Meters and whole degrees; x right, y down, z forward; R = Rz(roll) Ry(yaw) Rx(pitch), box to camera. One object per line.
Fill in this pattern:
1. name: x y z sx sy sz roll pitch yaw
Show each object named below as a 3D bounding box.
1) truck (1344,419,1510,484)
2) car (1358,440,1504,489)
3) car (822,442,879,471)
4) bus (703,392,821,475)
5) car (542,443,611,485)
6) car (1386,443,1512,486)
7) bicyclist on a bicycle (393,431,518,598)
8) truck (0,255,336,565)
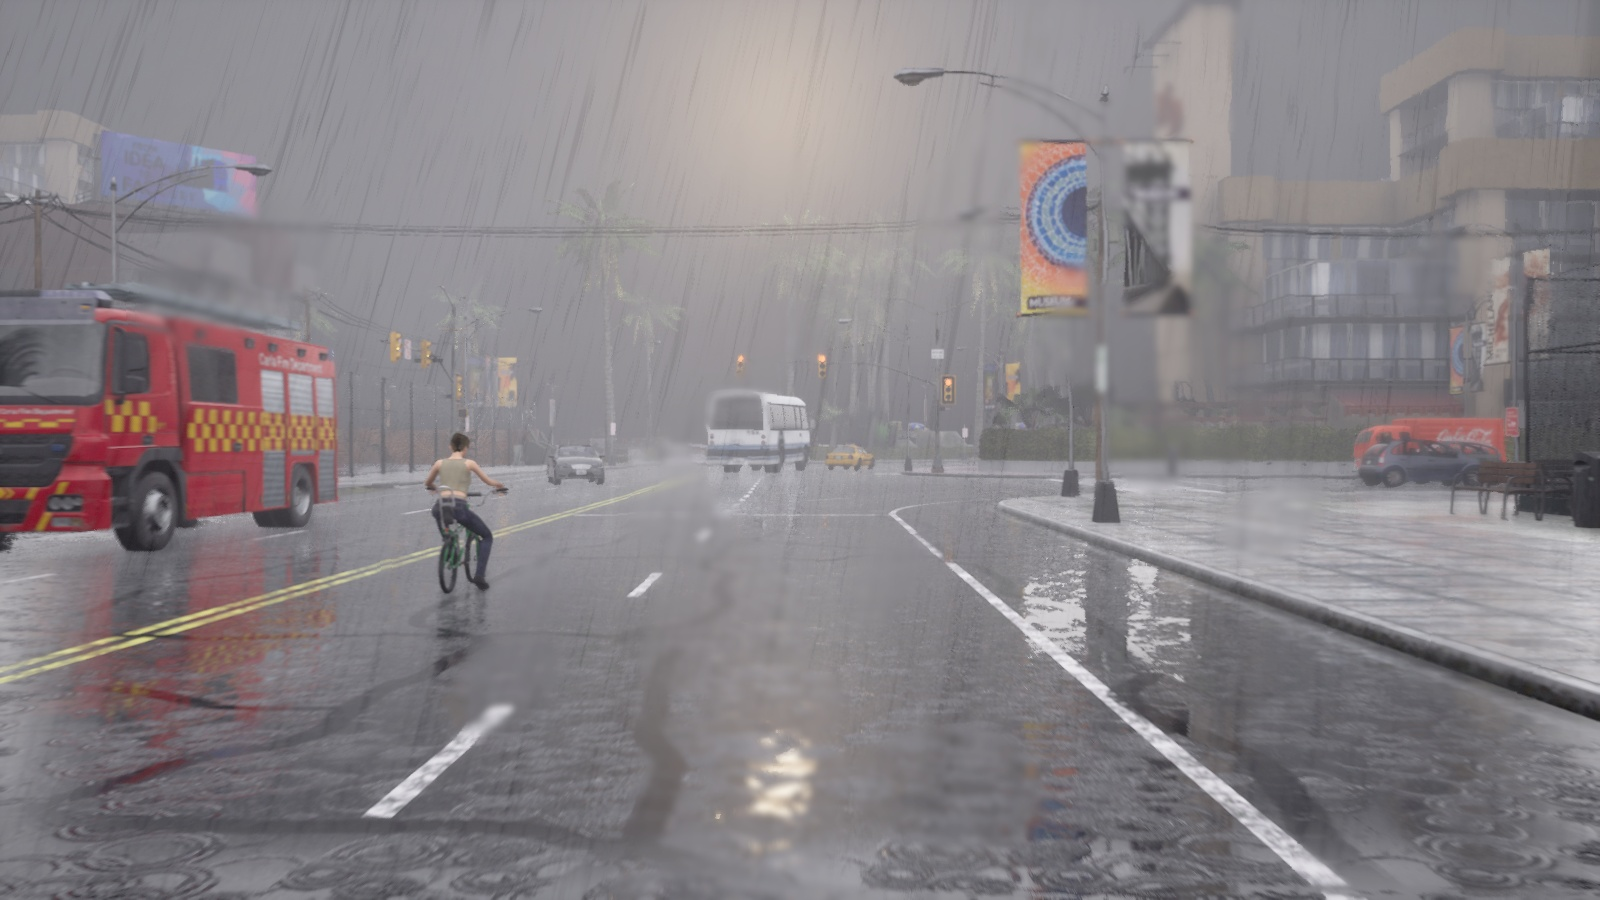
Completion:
1. truck: 24.612 0.047 49.472 5.204 2.467 2.627 0 0 0
2. car: 21.290 0.465 42.461 3.988 1.617 1.851 0 0 0
3. car: 2.971 0.350 72.905 1.801 1.575 5.366 0 0 19
4. bus: -1.886 -0.952 69.209 3.944 4.253 10.273 0 1 13
5. car: -8.543 0.475 47.593 2.128 1.511 4.902 0 0 -15
6. car: 23.711 0.531 45.978 3.705 1.549 1.789 0 0 0
7. bicyclist on a bicycle: -3.504 0.620 12.905 0.866 1.612 1.509 0 0 0
8. truck: -10.337 -0.517 19.741 2.891 3.827 8.468 0 0 0
